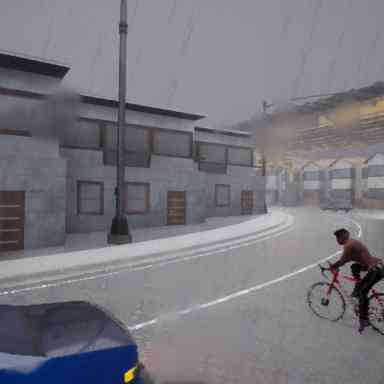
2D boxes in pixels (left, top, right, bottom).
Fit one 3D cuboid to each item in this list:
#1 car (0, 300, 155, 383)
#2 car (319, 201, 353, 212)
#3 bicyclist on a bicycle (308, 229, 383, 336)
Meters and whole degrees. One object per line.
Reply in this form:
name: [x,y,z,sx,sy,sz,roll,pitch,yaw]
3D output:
car: [-2.897,1.550,2.040,5.357,1.411,2.033,0,0,-35]
car: [18.561,1.838,43.049,2.033,1.411,5.357,1,-1,-7]
bicyclist on a bicycle: [2.639,1.436,5.432,0.582,1.620,1.656,-1,-2,-43]
